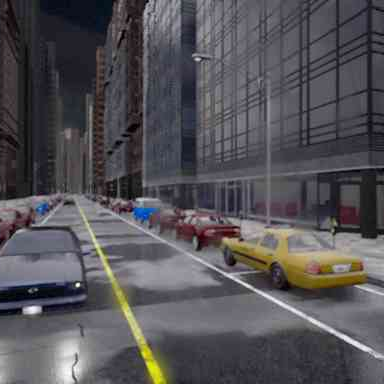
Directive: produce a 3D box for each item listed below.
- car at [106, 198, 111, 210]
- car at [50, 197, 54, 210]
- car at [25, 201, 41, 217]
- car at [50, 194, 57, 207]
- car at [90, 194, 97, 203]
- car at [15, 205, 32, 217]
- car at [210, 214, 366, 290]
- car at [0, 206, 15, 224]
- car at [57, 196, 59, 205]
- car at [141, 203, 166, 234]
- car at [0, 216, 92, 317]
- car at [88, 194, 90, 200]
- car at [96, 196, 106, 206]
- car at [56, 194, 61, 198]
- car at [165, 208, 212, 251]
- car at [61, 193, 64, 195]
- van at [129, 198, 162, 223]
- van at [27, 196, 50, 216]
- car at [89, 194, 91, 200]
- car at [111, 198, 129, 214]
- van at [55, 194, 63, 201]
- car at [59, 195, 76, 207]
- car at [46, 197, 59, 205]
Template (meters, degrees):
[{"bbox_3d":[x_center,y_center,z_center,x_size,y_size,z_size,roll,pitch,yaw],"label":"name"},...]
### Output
[{"bbox_3d":[-8.989,1.478,40.545,1.967,1.590,4.097,0,0,-20],"label":"car"},{"bbox_3d":[-17.010,1.592,37.653,1.802,1.307,4.206,0,0,-20],"label":"car"},{"bbox_3d":[-11.329,1.546,21.837,1.887,1.381,4.507,0,0,-20],"label":"car"},{"bbox_3d":[-18.903,1.453,42.925,1.967,1.590,4.097,0,0,-20],"label":"car"},{"bbox_3d":[-20.354,1.622,72.179,1.947,1.339,4.313,0,0,-20],"label":"car"},{"bbox_3d":[-9.435,1.543,16.565,1.887,1.381,4.507,0,0,-20],"label":"car"},{"bbox_3d":[2.315,1.546,9.070,1.752,1.417,4.829,0,0,-20],"label":"car"},{"bbox_3d":[-7.541,1.436,11.293,1.967,1.590,4.097,0,0,-20],"label":"car"},{"bbox_3d":[-20.798,1.582,48.197,1.947,1.339,4.313,0,0,-20],"label":"car"},{"bbox_3d":[-1.415,1.571,19.455,1.887,1.381,4.507,0,0,-20],"label":"car"},{"bbox_3d":[-3.518,1.550,7.956,2.033,1.411,5.357,0,0,-20],"label":"car"},{"bbox_3d":[-24.141,1.617,82.722,2.008,1.369,4.403,0,0,-20],"label":"car"},{"bbox_3d":[-14.672,1.591,56.361,1.887,1.381,4.507,0,0,-20],"label":"car"},{"bbox_3d":[-22.691,1.459,53.469,1.967,1.590,4.097,0,0,-20],"label":"car"},{"bbox_3d":[0.479,1.568,14.183,1.887,1.381,4.507,0,0,-20],"label":"car"},{"bbox_3d":[-26.477,1.340,64.014,2.192,1.841,5.009,0,0,-20],"label":"car"},{"bbox_3d":[-3.307,1.370,24.728,1.690,1.788,3.998,0,0,-20],"label":"van"},{"bbox_3d":[-15.115,1.348,32.382,1.690,1.788,3.998,0,0,-20],"label":"van"},{"bbox_3d":[-22.248,1.627,77.451,1.947,1.339,4.313,0,0,-20],"label":"car"},{"bbox_3d":[-7.097,1.579,35.273,1.887,1.381,4.507,0,0,-20],"label":"car"},{"bbox_3d":[-34.052,1.385,85.101,1.690,1.788,3.998,0,0,-20],"label":"van"},{"bbox_3d":[-19.847,1.575,53.715,2.033,1.411,5.357,0,0,-20],"label":"car"},{"bbox_3d":[-24.585,1.588,58.741,1.947,1.339,4.313,0,0,-20],"label":"car"}]
